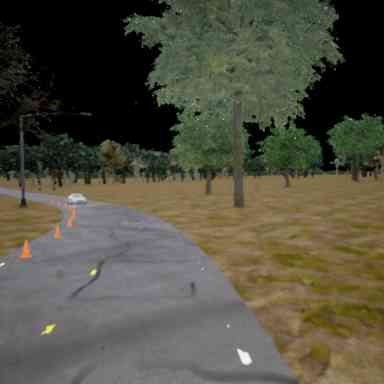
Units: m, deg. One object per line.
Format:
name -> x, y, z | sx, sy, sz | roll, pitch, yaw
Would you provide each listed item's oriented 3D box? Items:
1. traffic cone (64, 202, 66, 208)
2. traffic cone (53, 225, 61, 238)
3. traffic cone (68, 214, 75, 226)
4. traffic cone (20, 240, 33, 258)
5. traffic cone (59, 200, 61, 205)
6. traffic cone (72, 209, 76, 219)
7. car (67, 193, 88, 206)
traffic cone -> -14.819, 1.518, 39.039 | 0.340, 0.580, 0.340 | -2, 2, -28
traffic cone -> -6.610, 1.915, 16.327 | 0.340, 0.580, 0.340 | -1, 1, -12
traffic cone -> -7.732, 1.863, 21.042 | 0.340, 0.580, 0.340 | -1, 1, -15
traffic cone -> -5.757, 1.952, 11.555 | 0.340, 0.580, 0.340 | -1, 0, -9
traffic cone -> -17.213, 1.400, 43.251 | 0.340, 0.580, 0.340 | -2, 2, -31
traffic cone -> -9.119, 1.797, 25.686 | 0.340, 0.580, 0.340 | -1, 1, -18
car -> -15.092, 0.934, 43.670 | 1.812, 1.442, 4.674 | -2, 2, -31
